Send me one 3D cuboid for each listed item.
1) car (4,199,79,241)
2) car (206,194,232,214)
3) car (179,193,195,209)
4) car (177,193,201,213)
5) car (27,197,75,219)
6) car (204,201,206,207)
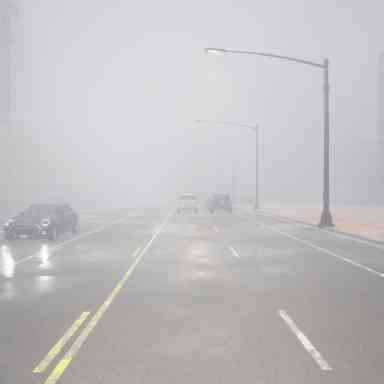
[{"bbox_3d":[-7.337,1.353,16.686,2.097,1.767,4.553,0,0,-1],"label":"car"},{"bbox_3d":[3.014,1.225,36.090,2.150,2.045,5.566,0,0,-1],"label":"car"},{"bbox_3d":[-0.683,1.226,47.534,2.150,2.045,5.566,0,0,-1],"label":"car"},{"bbox_3d":[-0.500,1.225,36.941,2.150,2.045,5.566,0,0,-1],"label":"car"},{"bbox_3d":[-10.920,1.181,26.144,1.812,1.442,4.674,0,0,-1],"label":"car"},{"bbox_3d":[2.805,1.552,46.746,2.033,1.411,5.357,0,0,-1],"label":"car"}]
